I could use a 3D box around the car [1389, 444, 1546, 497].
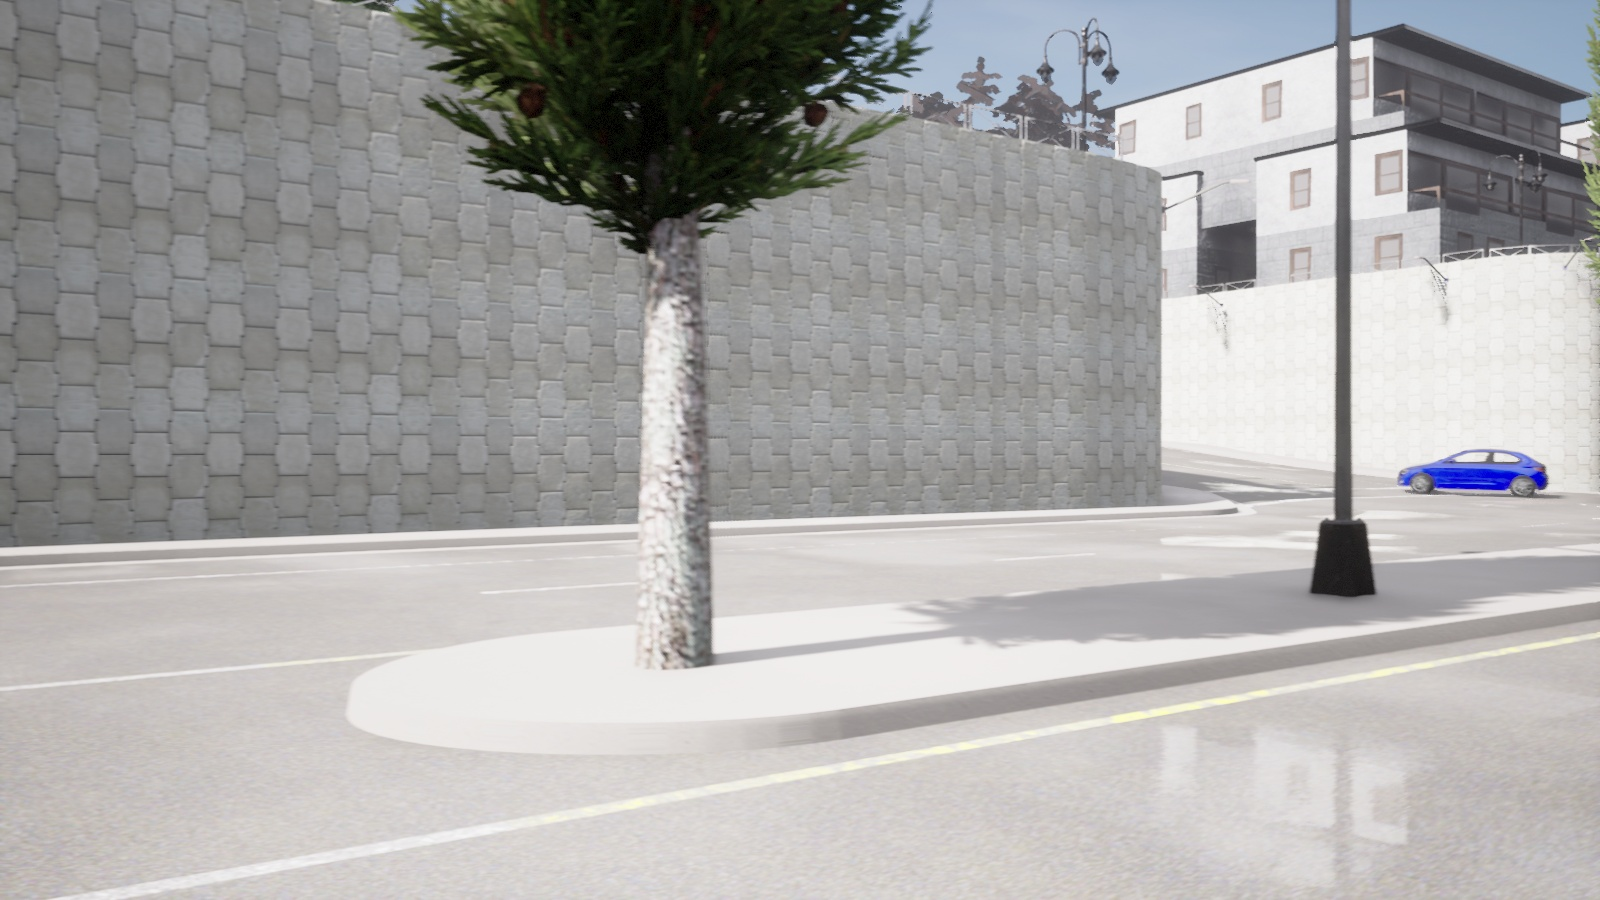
[{"bbox_3d":[20.869,0.594,39.304,4.193,1.474,1.816,1,2,32],"label":"car"}]
